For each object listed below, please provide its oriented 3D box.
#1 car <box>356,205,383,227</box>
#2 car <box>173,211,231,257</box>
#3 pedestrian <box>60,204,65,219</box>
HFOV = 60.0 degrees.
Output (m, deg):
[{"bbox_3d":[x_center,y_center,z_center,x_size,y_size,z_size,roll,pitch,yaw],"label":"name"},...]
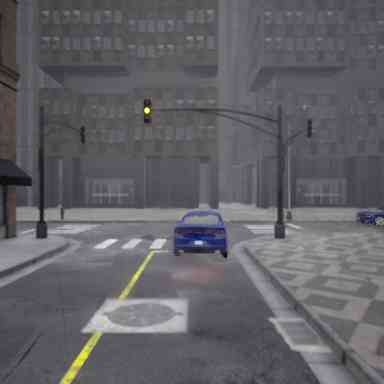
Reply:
[{"bbox_3d":[13.508,1.448,21.935,5.008,1.535,1.882,0,0,1],"label":"car"},{"bbox_3d":[0.478,1.472,13.081,1.882,1.535,5.008,0,0,6],"label":"car"},{"bbox_3d":[-9.829,1.521,25.234,0.500,1.100,0.500,0,0,1],"label":"pedestrian"}]
